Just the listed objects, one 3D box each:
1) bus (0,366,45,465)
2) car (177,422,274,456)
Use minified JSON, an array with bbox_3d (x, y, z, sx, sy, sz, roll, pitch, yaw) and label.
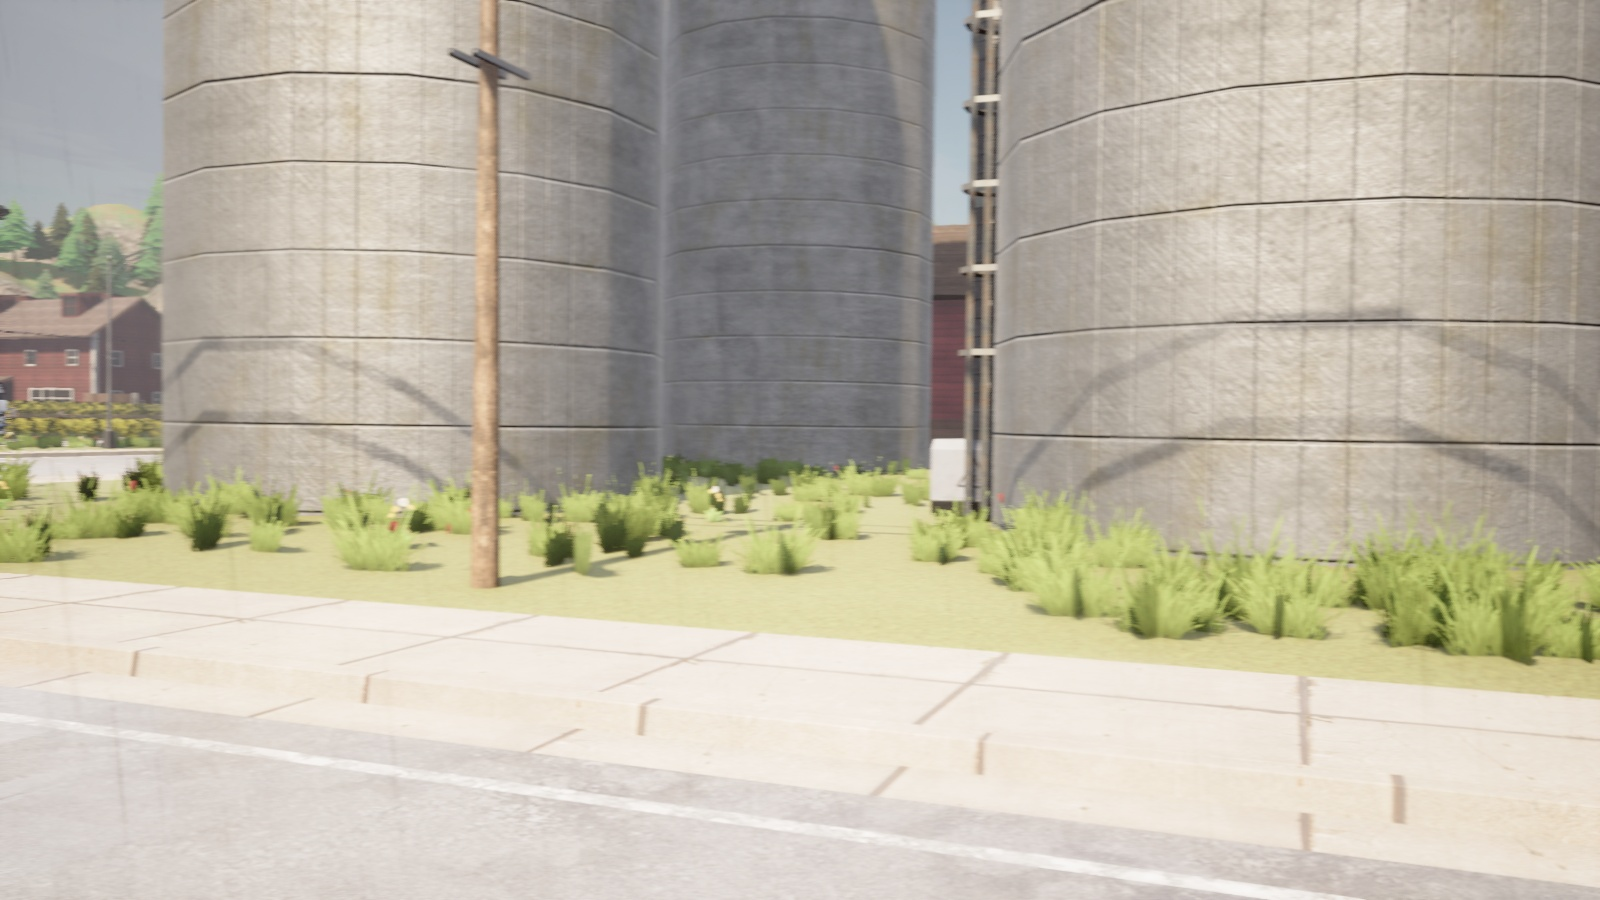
[{"bbox_3d":[-39.477,-1.482,54.880,10.273,4.253,3.944,-1,2,-11],"label":"bus"},{"bbox_3d":[-31.103,-0.611,68.153,2.097,1.767,4.553,0,1,21],"label":"car"}]
